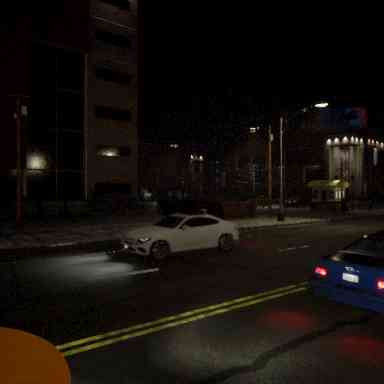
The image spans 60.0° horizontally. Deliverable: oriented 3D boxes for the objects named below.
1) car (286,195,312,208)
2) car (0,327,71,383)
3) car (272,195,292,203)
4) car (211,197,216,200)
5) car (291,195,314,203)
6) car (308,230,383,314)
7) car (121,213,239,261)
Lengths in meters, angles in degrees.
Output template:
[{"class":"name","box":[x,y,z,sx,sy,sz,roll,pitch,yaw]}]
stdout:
[{"class":"car","box":[14.799,1.254,45.950,4.553,1.767,2.185,0,0,-36]},{"class":"car","box":[-3.142,1.478,1.493,5.008,1.535,1.882,0,0,-36]},{"class":"car","box":[18.707,1.452,69.028,3.806,1.475,1.970,0,0,-36]},{"class":"car","box":[4.003,1.574,60.478,4.718,1.301,1.895,0,0,-36]},{"class":"car","box":[21.629,1.419,65.039,4.674,1.452,2.002,0,0,-36]},{"class":"car","box":[4.820,1.547,7.270,5.357,1.411,2.033,0,0,-35]},{"class":"car","box":[-0.297,1.525,12.409,4.674,1.442,1.812,0,0,-36]}]
